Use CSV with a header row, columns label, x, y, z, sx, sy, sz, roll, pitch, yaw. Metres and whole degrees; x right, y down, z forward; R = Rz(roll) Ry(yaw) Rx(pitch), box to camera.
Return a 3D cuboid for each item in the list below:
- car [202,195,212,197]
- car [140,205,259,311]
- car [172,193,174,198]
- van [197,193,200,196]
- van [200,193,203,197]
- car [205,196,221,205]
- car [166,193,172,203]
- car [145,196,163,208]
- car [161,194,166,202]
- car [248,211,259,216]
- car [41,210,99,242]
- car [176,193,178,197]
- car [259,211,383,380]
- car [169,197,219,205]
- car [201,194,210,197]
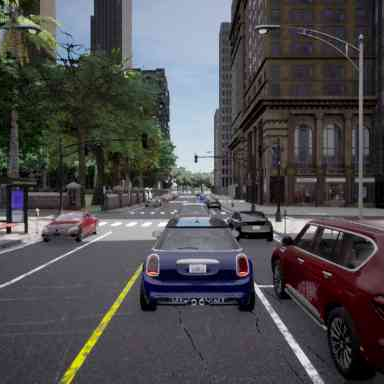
label,x,y,z,sx,sy,sz,roll,pitch,yaw
car,2.734,1.544,48.125,1.947,1.339,4.313,0,0,0
car,0.098,1.351,7.915,2.097,1.767,4.553,0,0,0
car,-5.806,1.264,75.242,2.192,1.841,5.009,0,0,0
van,2.717,1.282,80.647,1.690,1.788,3.998,0,0,0
van,2.728,1.310,58.965,1.690,1.788,3.998,0,0,0
car,2.737,1.548,42.704,1.947,1.339,4.313,0,0,0
car,-5.803,1.396,69.821,1.967,1.590,4.097,0,0,0
car,-5.791,1.529,48.140,2.008,1.369,4.403,0,0,0
car,-5.795,1.414,53.560,1.967,1.590,4.097,0,0,0
car,2.750,1.562,16.267,1.947,1.339,4.313,0,0,0
car,-5.775,1.578,16.281,1.802,1.307,4.206,0,0,0
car,-5.814,1.239,91.502,2.192,1.841,5.009,0,0,0
car,2.755,1.314,5.417,2.192,1.841,5.009,0,0,0
car,0.091,1.348,17.449,2.097,1.767,4.553,0,0,0
car,2.731,1.499,53.715,1.752,1.417,4.829,0,0,0
